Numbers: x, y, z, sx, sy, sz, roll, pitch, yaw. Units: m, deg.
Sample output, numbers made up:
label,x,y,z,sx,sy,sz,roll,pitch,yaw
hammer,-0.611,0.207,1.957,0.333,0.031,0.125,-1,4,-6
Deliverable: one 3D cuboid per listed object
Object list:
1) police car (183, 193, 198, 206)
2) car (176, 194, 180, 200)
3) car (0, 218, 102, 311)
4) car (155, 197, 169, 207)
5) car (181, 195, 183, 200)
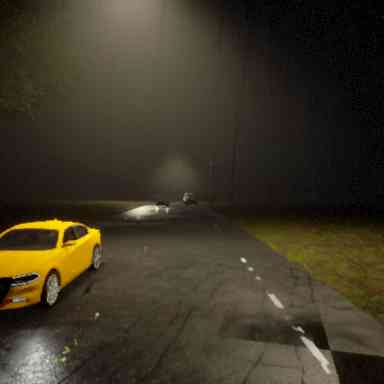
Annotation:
label,x,y,z,sx,sy,sz,roll,pitch,yaw
police car,-0.099,1.440,55.549,1.930,1.638,5.238,0,0,-2
car,-2.948,1.575,90.164,1.994,1.385,4.181,0,0,-4
car,-3.642,1.476,8.073,1.882,1.535,5.008,0,0,0
car,-4.567,1.489,51.580,1.882,1.535,5.008,0,0,-2
car,-0.531,1.257,65.487,2.150,2.045,5.566,0,0,-3
